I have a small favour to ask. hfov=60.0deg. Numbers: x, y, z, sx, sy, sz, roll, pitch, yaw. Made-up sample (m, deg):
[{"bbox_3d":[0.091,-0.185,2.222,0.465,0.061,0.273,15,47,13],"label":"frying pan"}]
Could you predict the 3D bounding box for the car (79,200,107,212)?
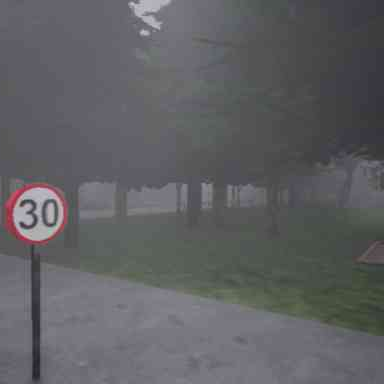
[{"bbox_3d":[-12.415,1.667,40.277,1.994,1.385,4.181,0,0,35],"label":"car"}]
